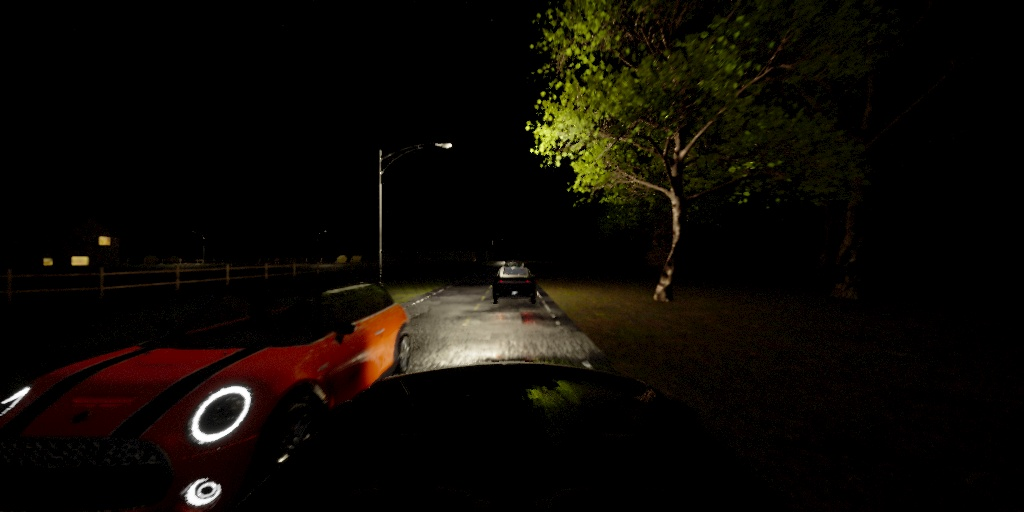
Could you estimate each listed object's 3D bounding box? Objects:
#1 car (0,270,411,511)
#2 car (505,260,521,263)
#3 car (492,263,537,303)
[{"bbox_3d":[-2.823,1.104,4.407,2.097,1.767,4.553,0,0,0],"label":"car"},{"bbox_3d":[0.093,1.125,33.970,2.097,1.767,4.553,0,0,0],"label":"car"},{"bbox_3d":[0.098,1.254,16.598,2.128,1.511,4.902,0,0,0],"label":"car"}]
